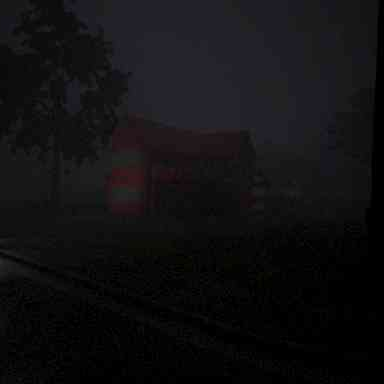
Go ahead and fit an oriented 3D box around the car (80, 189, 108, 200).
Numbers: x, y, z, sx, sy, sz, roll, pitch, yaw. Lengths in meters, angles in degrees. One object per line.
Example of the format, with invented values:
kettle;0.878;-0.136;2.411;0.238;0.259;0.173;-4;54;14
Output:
car;-16.004;0.324;54.329;2.097;1.767;4.553;2;1;38

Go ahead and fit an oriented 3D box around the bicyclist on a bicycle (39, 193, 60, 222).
bicyclist on a bicycle;-8.150;0.879;19.098;0.582;1.620;1.656;2;0;18
